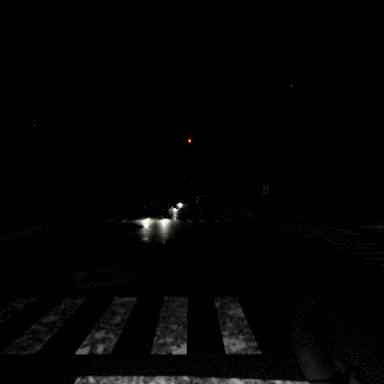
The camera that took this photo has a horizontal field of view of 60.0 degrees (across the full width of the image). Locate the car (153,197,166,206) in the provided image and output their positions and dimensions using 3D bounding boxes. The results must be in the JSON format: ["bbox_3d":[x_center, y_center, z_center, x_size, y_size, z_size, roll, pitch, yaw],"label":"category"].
[{"bbox_3d":[-5.670,1.612,58.466,2.008,1.369,4.403,0,0,0],"label":"car"}]

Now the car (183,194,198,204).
[{"bbox_3d":[-0.276,1.637,63.979,1.994,1.385,4.181,0,0,0],"label":"car"}]

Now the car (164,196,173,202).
[{"bbox_3d":[-5.646,1.665,80.509,2.008,1.369,4.403,0,0,0],"label":"car"}]

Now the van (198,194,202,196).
[{"bbox_3d":[2.354,1.403,58.458,1.690,1.788,3.998,0,0,0],"label":"van"}]

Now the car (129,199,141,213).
[{"bbox_3d":[-5.694,1.467,36.423,1.967,1.590,4.097,0,0,0],"label":"car"}]

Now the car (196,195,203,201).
[{"bbox_3d":[1.979,1.665,90.383,1.812,1.442,4.674,0,0,0],"label":"car"}]

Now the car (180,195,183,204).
[{"bbox_3d":[-3.041,1.679,66.243,1.895,1.301,4.718,0,0,0],"label":"car"}]

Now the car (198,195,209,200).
[{"bbox_3d":[2.348,1.617,52.947,1.947,1.339,4.313,0,0,0],"label":"car"}]

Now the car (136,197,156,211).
[{"bbox_3d":[-5.688,1.474,41.934,1.967,1.590,4.097,0,0,0],"label":"car"}]

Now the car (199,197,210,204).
[{"bbox_3d":[2.360,1.624,63.968,2.008,1.369,4.403,0,0,0],"label":"car"}]

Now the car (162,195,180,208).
[{"bbox_3d":[-3.134,1.550,48.160,1.837,1.490,4.892,0,-1,0],"label":"car"}]

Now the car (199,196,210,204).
[{"bbox_3d":[2.343,1.624,47.436,1.802,1.307,4.206,0,0,0],"label":"car"}]

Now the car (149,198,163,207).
[{"bbox_3d":[-5.676,1.633,52.955,1.802,1.307,4.206,0,0,0],"label":"car"}]

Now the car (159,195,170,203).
[{"bbox_3d":[-5.659,1.526,69.488,1.967,1.590,4.097,0,0,0],"label":"car"}]

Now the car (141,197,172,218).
[{"bbox_3d":[-3.161,1.497,30.494,1.882,1.535,5.008,0,0,0],"label":"car"}]

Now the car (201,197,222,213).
[{"bbox_3d":[2.331,1.593,36.414,1.947,1.339,4.313,0,0,0],"label":"car"}]
